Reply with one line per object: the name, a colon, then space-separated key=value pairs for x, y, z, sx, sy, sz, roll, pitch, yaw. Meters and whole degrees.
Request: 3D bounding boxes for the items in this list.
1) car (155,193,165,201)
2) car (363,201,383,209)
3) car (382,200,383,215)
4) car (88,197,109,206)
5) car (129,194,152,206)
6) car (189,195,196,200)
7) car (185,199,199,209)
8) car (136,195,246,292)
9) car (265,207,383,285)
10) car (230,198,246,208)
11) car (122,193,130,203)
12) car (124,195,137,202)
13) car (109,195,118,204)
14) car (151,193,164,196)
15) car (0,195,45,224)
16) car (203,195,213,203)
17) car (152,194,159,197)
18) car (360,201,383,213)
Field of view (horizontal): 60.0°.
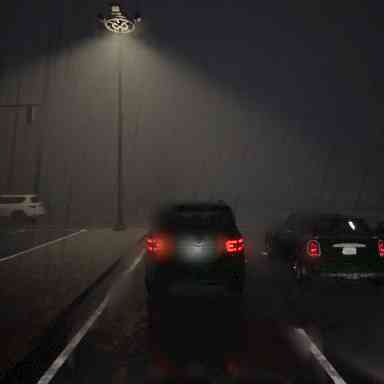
car: x=-8.085 y=1.210 z=84.225 sx=2.150 sy=2.045 sz=5.566 roll=0 pitch=0 yaw=0
car: x=7.066 y=1.221 z=8.772 sx=2.150 sy=2.045 sz=5.566 roll=0 pitch=0 yaw=0
car: x=21.431 y=1.526 z=32.550 sx=4.674 sy=1.442 sz=1.812 roll=0 pitch=0 yaw=1
car: x=-15.162 y=1.564 z=53.238 sx=1.994 sy=1.385 sz=4.181 roll=0 pitch=0 yaw=0
car: x=-8.166 y=1.491 z=53.185 sx=2.128 sy=1.511 sz=4.902 roll=0 pitch=0 yaw=0
car: x=0.120 y=1.595 z=95.391 sx=1.895 sy=1.301 sz=4.718 roll=0 pitch=0 yaw=1
car: x=-0.004 y=1.601 z=45.581 sx=1.895 sy=1.301 sz=4.718 roll=0 pitch=0 yaw=-1
car: x=0.067 y=1.221 z=9.075 sx=2.150 sy=2.045 sz=5.566 roll=0 pitch=0 yaw=0
car: x=3.566 y=1.352 z=9.645 sx=2.097 sy=1.767 sz=4.553 roll=0 pitch=0 yaw=0
car: x=6.813 y=1.601 z=49.982 sx=1.895 sy=1.301 sz=4.718 roll=0 pitch=0 yaw=2
car: x=-15.099 y=1.225 z=71.887 sx=2.150 sy=2.045 sz=5.566 roll=0 pitch=0 yaw=0
car: x=-15.104 y=1.525 z=81.988 sx=2.128 sy=1.511 sz=4.902 roll=0 pitch=0 yaw=0
car: x=-15.140 y=1.601 z=61.991 sx=1.895 sy=1.301 sz=4.718 roll=0 pitch=0 yaw=0
car: x=-8.101 y=1.225 z=73.453 sx=2.150 sy=2.045 sz=5.566 roll=0 pitch=0 yaw=0
car: x=-13.739 y=1.221 z=24.304 sx=5.566 sy=2.045 sz=2.150 roll=0 pitch=0 yaw=-2
car: x=3.432 y=1.478 z=71.435 sx=1.882 sy=1.535 sz=5.008 roll=0 pitch=0 yaw=0
car: x=-8.141 y=1.547 z=62.932 sx=2.033 sy=1.411 sz=5.357 roll=0 pitch=0 yaw=1
car: x=21.093 y=1.601 z=36.054 sx=4.718 sy=1.301 sz=1.895 roll=0 pitch=0 yaw=1
